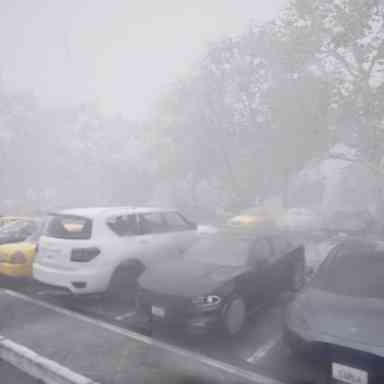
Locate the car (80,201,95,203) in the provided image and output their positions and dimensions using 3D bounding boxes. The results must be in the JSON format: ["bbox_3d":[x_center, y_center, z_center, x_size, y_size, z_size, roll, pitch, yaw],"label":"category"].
[{"bbox_3d":[-7.160,1.793,29.360,2.163,1.488,4.792,-1,0,36],"label":"car"}]

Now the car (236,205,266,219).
[{"bbox_3d":[4.022,1.649,20.978,1.946,1.575,5.366,-1,0,36],"label":"car"}]

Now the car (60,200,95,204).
[{"bbox_3d":[-9.296,1.823,30.910,2.163,1.488,4.792,-1,-1,36],"label":"car"}]

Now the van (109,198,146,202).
[{"bbox_3d":[-4.868,1.511,27.804,1.878,1.987,4.442,-1,0,36],"label":"van"}]

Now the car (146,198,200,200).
[{"bbox_3d":[-0.336,1.442,24.406,2.435,2.045,5.566,-1,0,36],"label":"car"}]

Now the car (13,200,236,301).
[{"bbox_3d":[-1.306,1.390,8.947,2.435,2.045,5.566,-1,0,36],"label":"car"}]

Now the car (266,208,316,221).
[{"bbox_3d":[6.372,1.672,19.498,2.002,1.452,4.674,-1,0,36],"label":"car"}]

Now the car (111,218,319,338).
[{"bbox_3d":[0.929,1.620,7.297,2.097,1.535,5.008,-1,0,36],"label":"car"}]

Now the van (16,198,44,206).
[{"bbox_3d":[-15.970,1.692,35.863,1.878,1.987,4.442,-1,-1,36],"label":"van"}]

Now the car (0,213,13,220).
[{"bbox_3d":[-5.811,1.683,12.190,2.231,1.521,4.892,-1,0,36],"label":"car"}]

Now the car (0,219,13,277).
[{"bbox_3d":[-3.459,1.658,10.704,1.946,1.575,5.366,-1,0,36],"label":"car"}]

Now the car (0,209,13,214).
[{"bbox_3d":[-8.170,1.699,13.665,1.946,1.575,5.366,0,0,36],"label":"car"}]

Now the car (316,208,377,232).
[{"bbox_3d":[8.598,1.641,17.849,2.163,1.488,4.792,-1,0,36],"label":"car"}]

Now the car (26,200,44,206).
[{"bbox_3d":[-13.791,1.874,34.144,2.097,1.535,5.008,-1,-1,36],"label":"car"}]

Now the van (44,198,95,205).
[{"bbox_3d":[-11.606,1.606,32.417,1.878,1.987,4.442,-1,-1,36],"label":"van"}]

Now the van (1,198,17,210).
[{"bbox_3d":[-18.349,1.737,37.301,1.878,1.987,4.442,-1,-1,36],"label":"van"}]

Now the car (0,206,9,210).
[{"bbox_3d":[-12.761,1.743,16.998,1.946,1.575,5.366,-1,0,36],"label":"car"}]

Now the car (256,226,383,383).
[{"bbox_3d":[3.155,1.630,5.638,2.163,1.488,4.792,-1,0,36],"label":"car"}]

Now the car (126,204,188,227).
[{"bbox_3d":[-2.609,1.743,25.986,2.163,1.488,4.792,-1,0,36],"label":"car"}]
